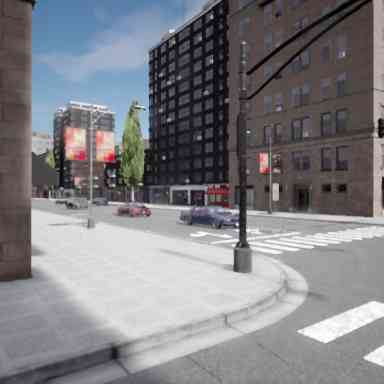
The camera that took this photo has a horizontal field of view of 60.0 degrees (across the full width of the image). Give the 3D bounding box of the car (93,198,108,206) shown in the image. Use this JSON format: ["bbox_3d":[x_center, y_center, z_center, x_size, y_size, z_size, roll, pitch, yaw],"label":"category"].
[{"bbox_3d":[-16.244,1.705,58.055,2.128,1.511,4.902,0,0,-36],"label":"car"}]

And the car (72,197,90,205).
[{"bbox_3d":[-22.148,1.740,66.243,2.128,1.511,4.902,0,0,-36],"label":"car"}]

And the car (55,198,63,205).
[{"bbox_3d":[-25.323,1.849,65.089,1.895,1.301,4.718,0,0,-36],"label":"car"}]

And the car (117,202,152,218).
[{"bbox_3d":[-5.557,1.665,31.772,1.994,1.385,4.181,0,0,-37],"label":"car"}]

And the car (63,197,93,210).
[{"bbox_3d":[-15.796,1.518,46.069,2.097,1.767,4.553,0,0,-35],"label":"car"}]

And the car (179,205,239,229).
[{"bbox_3d":[1.229,1.604,22.377,2.033,1.411,5.357,0,0,-36],"label":"car"}]

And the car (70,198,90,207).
[{"bbox_3d":[-18.961,1.735,56.272,1.812,1.442,4.674,0,0,-36],"label":"car"}]
